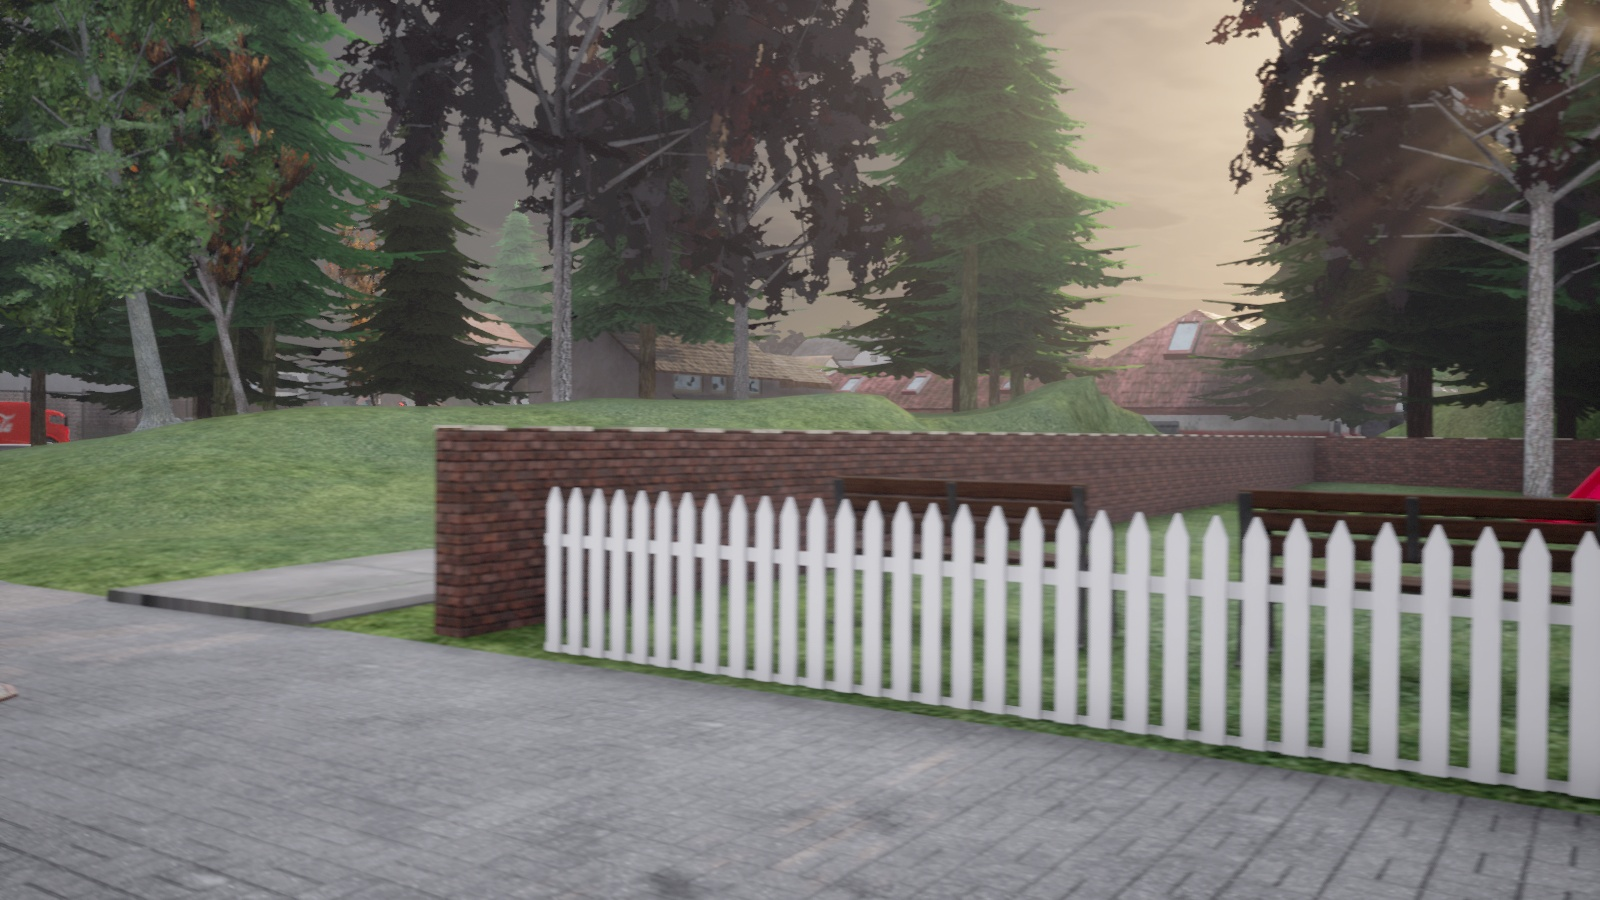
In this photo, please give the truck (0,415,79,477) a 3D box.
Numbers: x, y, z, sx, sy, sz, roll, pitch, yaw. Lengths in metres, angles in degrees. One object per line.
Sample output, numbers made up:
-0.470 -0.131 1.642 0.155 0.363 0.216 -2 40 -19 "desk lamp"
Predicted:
-32.907 -0.163 51.455 2.627 2.467 5.204 0 1 34 "truck"
